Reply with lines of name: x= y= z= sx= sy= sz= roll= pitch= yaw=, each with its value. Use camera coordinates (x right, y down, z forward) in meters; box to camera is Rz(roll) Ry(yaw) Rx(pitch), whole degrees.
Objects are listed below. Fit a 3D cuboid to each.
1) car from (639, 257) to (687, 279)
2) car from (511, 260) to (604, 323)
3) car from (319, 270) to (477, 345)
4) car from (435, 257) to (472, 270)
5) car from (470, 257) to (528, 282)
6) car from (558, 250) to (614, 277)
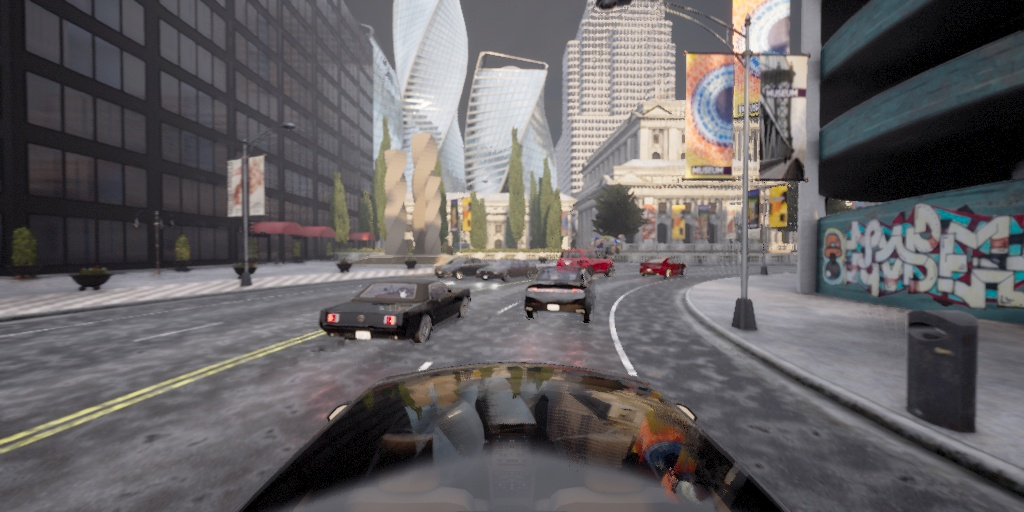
car: x=11.463 y=0.814 z=26.989 sx=5.008 sy=1.535 sz=1.882 roll=-1 pitch=1 yaw=-43
car: x=1.715 y=1.075 z=11.582 sx=2.128 sy=1.511 sz=4.902 roll=0 pitch=1 yaw=15
car: x=-2.509 y=1.218 z=9.167 sx=1.895 sy=1.301 sz=4.718 roll=0 pitch=1 yaw=10
car: x=-3.506 y=0.839 z=25.747 sx=1.837 sy=1.490 sz=4.892 roll=1 pitch=1 yaw=32
car: x=-0.198 y=0.906 z=24.487 sx=2.033 sy=1.411 sz=5.357 roll=1 pitch=1 yaw=33
car: x=5.346 y=0.569 z=25.699 sx=2.150 sy=2.045 sz=5.566 roll=1 pitch=1 yaw=39
